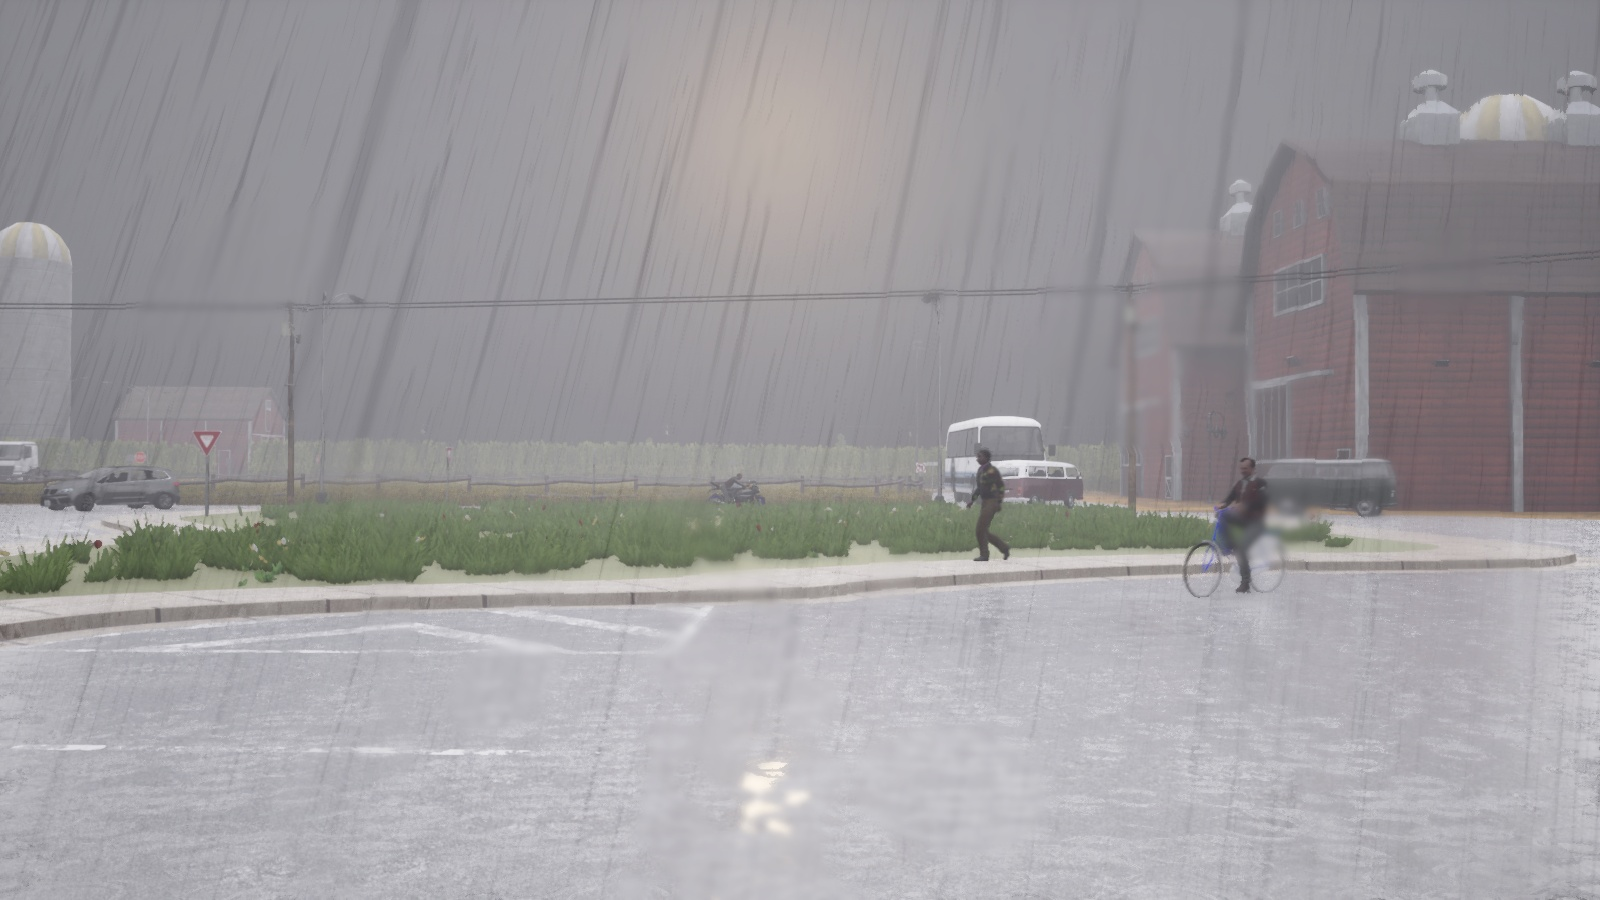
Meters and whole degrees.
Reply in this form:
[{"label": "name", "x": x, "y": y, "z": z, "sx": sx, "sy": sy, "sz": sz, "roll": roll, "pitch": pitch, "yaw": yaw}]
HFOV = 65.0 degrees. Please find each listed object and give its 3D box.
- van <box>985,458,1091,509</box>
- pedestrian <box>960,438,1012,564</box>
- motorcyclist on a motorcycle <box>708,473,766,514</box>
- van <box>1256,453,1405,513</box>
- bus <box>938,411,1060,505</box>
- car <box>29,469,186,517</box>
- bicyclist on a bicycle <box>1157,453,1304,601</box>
[{"label": "van", "x": 9.931, "y": 1.374, "z": 52.320, "sx": 4.480, "sy": 2.038, "sz": 2.069, "roll": 1, "pitch": -2, "yaw": -43}, {"label": "pedestrian", "x": 2.897, "y": 0.788, "z": 19.564, "sx": 0.692, "sy": 1.930, "sz": 0.395, "roll": 0, "pitch": -1, "yaw": -19}, {"label": "motorcyclist on a motorcycle", "x": -2.398, "y": 1.670, "z": 48.068, "sx": 2.191, "sy": 1.530, "sz": 0.866, "roll": 0, "pitch": -1, "yaw": 0}, {"label": "van", "x": 18.347, "y": 1.165, "z": 43.509, "sx": 4.442, "sy": 1.987, "sz": 1.775, "roll": -2, "pitch": -2, "yaw": 34}, {"label": "bus", "x": 9.646, "y": 0.450, "z": 62.323, "sx": 3.944, "sy": 4.253, "sz": 10.273, "roll": 0, "pitch": -1, "yaw": -3}, {"label": "car", "x": -25.598, "y": 1.547, "z": 46.582, "sx": 2.242, "sy": 1.667, "sz": 4.611, "roll": -1, "pitch": -1, "yaw": 32}, {"label": "bicyclist on a bicycle", "x": 5.417, "y": 0.930, "z": 15.788, "sx": 1.843, "sy": 1.776, "sz": 0.659, "roll": 1, "pitch": 0, "yaw": -29}]
